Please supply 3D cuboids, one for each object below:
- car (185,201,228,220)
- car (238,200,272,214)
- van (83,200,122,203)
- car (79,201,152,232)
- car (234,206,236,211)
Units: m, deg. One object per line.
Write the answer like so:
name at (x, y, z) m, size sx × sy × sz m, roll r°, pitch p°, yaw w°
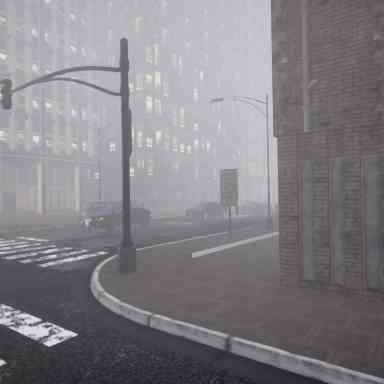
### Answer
car at (1.328, 1.563, 29.197) m, size 1.882 × 1.535 × 5.008 m, roll -1°, pitch -1°, yaw 36°
car at (7.282, 1.707, 37.485) m, size 1.895 × 1.301 × 4.718 m, roll -1°, pitch -1°, yaw 36°
van at (-5.975, 1.460, 23.464) m, size 1.690 × 1.788 × 3.998 m, roll -2°, pitch -1°, yaw 36°
car at (-4.599, 1.558, 20.949) m, size 2.128 × 1.511 × 4.902 m, roll -1°, pitch -1°, yaw 34°
car at (6.864, 1.689, 41.370) m, size 1.752 × 1.417 × 4.829 m, roll -2°, pitch -1°, yaw 36°
